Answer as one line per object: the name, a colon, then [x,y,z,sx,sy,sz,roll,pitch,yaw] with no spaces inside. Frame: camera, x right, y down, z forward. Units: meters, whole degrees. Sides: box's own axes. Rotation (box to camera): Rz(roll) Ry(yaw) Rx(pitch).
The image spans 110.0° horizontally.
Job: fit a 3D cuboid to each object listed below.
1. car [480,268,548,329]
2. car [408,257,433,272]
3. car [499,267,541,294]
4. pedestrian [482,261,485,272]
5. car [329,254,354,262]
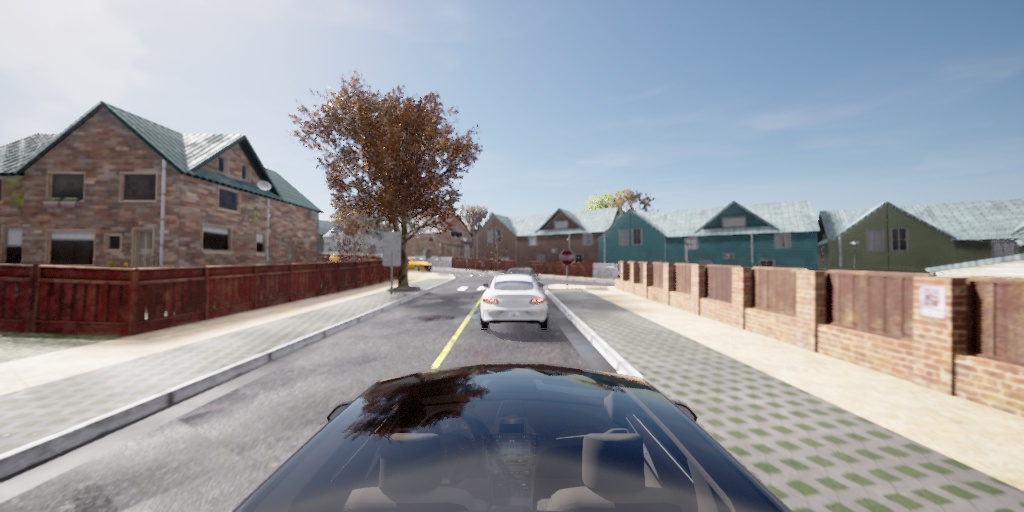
car: [0.053,1.277,11.104,1.812,1.442,4.674,0,0,0]
car: [-10.674,0.853,38.291,5.008,1.535,1.882,2,0,32]
car: [0.587,1.352,21.376,1.895,1.301,4.718,0,0,9]
pedestrian: [-3.261,1.107,40.578,0.375,1.300,0.375,-1,-5,32]
car: [-20.683,0.469,44.527,5.008,1.535,1.882,2,0,32]
